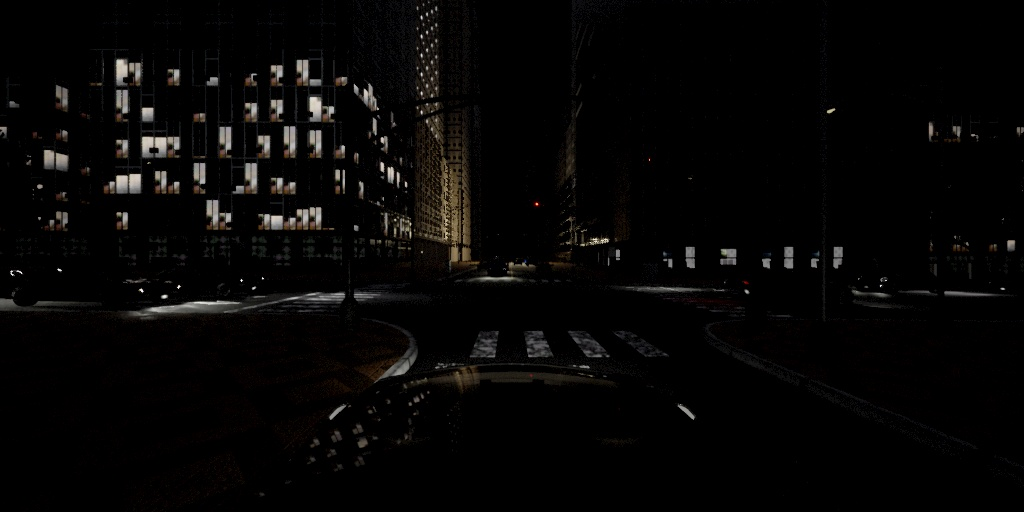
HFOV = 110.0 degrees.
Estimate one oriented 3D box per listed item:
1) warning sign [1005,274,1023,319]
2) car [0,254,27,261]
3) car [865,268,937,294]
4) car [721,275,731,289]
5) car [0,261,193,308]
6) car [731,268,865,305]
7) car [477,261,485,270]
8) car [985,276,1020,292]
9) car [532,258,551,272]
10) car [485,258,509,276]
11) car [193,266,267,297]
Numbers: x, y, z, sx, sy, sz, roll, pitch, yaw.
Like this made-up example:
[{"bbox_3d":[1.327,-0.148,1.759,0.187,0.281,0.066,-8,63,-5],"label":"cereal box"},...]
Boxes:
[{"bbox_3d":[17.281,1.204,11.741,1.060,1.860,1.300,0,0,-3],"label":"warning sign"},{"bbox_3d":[-22.916,0.706,15.911,4.553,1.767,2.097,1,0,-3],"label":"car"},{"bbox_3d":[26.746,1.606,24.885,4.553,1.767,2.097,1,0,-3],"label":"car"},{"bbox_3d":[16.900,1.570,24.437,4.902,1.511,2.128,1,0,-3],"label":"car"},{"bbox_3d":[-15.290,1.042,13.035,5.357,1.411,2.033,1,0,0],"label":"car"},{"bbox_3d":[13.866,1.530,17.560,4.892,1.490,1.837,1,1,-2],"label":"car"},{"bbox_3d":[-3.994,1.343,51.050,1.802,1.307,4.207,0,0,0],"label":"car"},{"bbox_3d":[36.761,2.035,25.336,4.718,1.301,1.895,1,0,-2],"label":"car"},{"bbox_3d":[3.955,1.329,45.552,1.948,1.339,4.313,0,0,0],"label":"car"},{"bbox_3d":[-1.475,1.245,37.099,1.882,1.535,5.008,0,0,0],"label":"car"},{"bbox_3d":[-14.011,1.118,16.315,4.718,1.301,1.895,1,0,-3],"label":"car"}]
